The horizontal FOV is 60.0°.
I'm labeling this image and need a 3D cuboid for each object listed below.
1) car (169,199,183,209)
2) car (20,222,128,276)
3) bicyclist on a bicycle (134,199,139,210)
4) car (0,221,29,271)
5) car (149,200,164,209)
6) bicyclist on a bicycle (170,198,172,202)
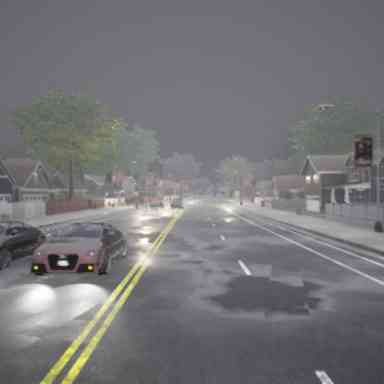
[{"bbox_3d":[-2.480,1.959,53.862,1.837,1.490,4.892,0,0,4],"label":"car"},{"bbox_3d":[-3.346,1.673,10.616,1.994,1.385,4.181,0,-1,0],"label":"car"},{"bbox_3d":[-8.055,1.855,48.541,0.866,1.612,1.509,0,0,4],"label":"bicyclist on a bicycle"},{"bbox_3d":[-6.597,1.679,11.198,1.994,1.385,4.181,0,-1,0],"label":"car"},{"bbox_3d":[-5.706,1.984,54.383,1.812,1.442,4.674,0,0,4],"label":"car"},{"bbox_3d":[-5.311,2.066,84.080,0.582,1.620,1.656,0,0,7],"label":"bicyclist on a bicycle"}]
